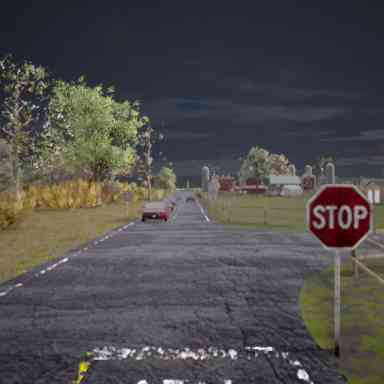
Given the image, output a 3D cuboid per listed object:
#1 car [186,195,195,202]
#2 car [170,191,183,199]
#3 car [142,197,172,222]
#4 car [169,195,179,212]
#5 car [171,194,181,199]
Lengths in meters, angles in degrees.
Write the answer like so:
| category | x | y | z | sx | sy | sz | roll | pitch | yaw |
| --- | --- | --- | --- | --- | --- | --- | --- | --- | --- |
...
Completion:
| category | x | y | z | sx | sy | sz | roll | pitch | yaw |
| --- | --- | --- | --- | --- | --- | --- | --- | --- | --- |
| car | -0.293 | 1.360 | 71.277 | 1.837 | 1.490 | 4.892 | 0 | 0 | 0 |
| car | -3.019 | 0.758 | 65.299 | 2.150 | 2.045 | 5.566 | 0 | 0 | 0 |
| car | -2.783 | 1.449 | 25.906 | 1.882 | 1.535 | 5.008 | 0 | 0 | -2 |
| car | -2.998 | 1.441 | 38.066 | 2.128 | 1.511 | 4.902 | 0 | 0 | 0 |
| car | -3.030 | 1.426 | 50.083 | 1.837 | 1.490 | 4.892 | 0 | 0 | 0 |
